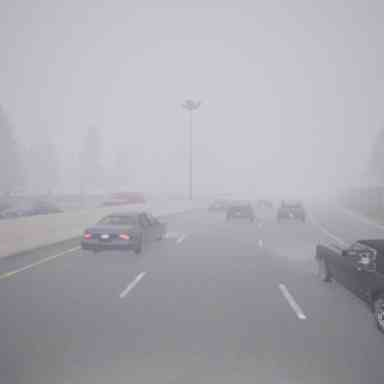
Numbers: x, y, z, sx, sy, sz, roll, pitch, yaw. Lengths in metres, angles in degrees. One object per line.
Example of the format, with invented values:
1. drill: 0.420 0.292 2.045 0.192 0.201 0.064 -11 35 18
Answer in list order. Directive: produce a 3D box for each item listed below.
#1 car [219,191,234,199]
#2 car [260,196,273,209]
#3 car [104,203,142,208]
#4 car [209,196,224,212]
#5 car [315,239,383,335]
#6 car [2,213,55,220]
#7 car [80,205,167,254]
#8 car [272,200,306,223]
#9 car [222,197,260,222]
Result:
1. car: 7.193 0.658 68.676 1.882 1.535 5.008 0 0 19
2. car: 8.855 1.256 40.619 1.812 1.442 4.674 0 0 19
3. car: -6.045 0.994 29.640 2.150 2.045 5.566 0 0 17
4. car: 3.123 1.324 34.503 1.994 1.385 4.181 0 0 18
5. car: 3.937 1.563 6.422 1.895 1.301 4.718 0 0 4
6. car: -11.220 1.329 23.569 1.812 1.442 4.674 0 0 13
7. car: -2.389 1.447 13.040 2.033 1.411 5.357 0 0 8
8. car: 7.196 1.335 24.227 2.128 1.511 4.902 0 0 16
9. car: 3.831 1.302 25.118 1.882 1.535 5.008 0 1 15
